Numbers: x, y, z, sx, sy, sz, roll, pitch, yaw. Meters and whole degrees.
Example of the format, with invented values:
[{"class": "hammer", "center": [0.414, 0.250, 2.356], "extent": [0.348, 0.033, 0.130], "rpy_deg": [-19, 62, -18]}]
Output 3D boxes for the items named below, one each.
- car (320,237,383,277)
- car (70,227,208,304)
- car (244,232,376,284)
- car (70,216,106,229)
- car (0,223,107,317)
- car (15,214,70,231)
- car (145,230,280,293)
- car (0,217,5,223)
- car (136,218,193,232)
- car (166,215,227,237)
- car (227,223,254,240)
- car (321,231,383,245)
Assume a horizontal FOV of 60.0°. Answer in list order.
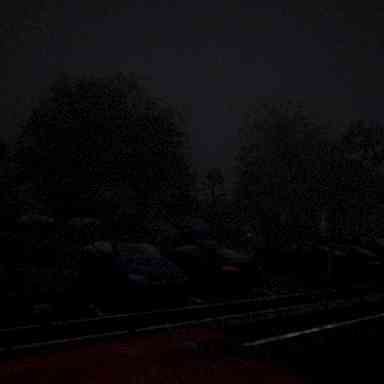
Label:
[{"class": "car", "center": [7.218, 3.274, 16.420], "extent": [2.002, 1.452, 4.674], "rpy_deg": [7, -4, -36]}, {"class": "car", "center": [-1.894, 2.081, 9.836], "extent": [2.002, 1.452, 4.674], "rpy_deg": [8, -4, -36]}, {"class": "car", "center": [4.945, 2.938, 14.772], "extent": [2.097, 1.535, 5.008], "rpy_deg": [7, -4, -36]}, {"class": "car", "center": [-7.040, 2.334, 21.617], "extent": [2.231, 1.521, 4.892], "rpy_deg": [7, -4, -36]}, {"class": "car", "center": [-4.151, 1.771, 8.164], "extent": [2.163, 1.488, 4.792], "rpy_deg": [8, -4, -36]}, {"class": "car", "center": [-9.314, 2.034, 19.971], "extent": [2.097, 1.535, 5.008], "rpy_deg": [8, -4, -36]}, {"class": "car", "center": [0.387, 2.381, 11.479], "extent": [2.002, 1.452, 4.674], "rpy_deg": [7, -4, -36]}, {"class": "car", "center": [-11.590, 1.734, 18.325], "extent": [2.097, 1.535, 5.008], "rpy_deg": [7, -4, -36]}, {"class": "car", "center": [-2.498, 2.931, 24.920], "extent": [2.231, 1.521, 4.892], "rpy_deg": [7, -4, -36]}, {"class": "car", "center": [-0.281, 2.963, 26.481], "extent": [2.435, 2.045, 5.566], "rpy_deg": [7, -4, -36]}, {"class": "car", "center": [4.387, 3.686, 29.814], "extent": [2.185, 1.767, 4.553], "rpy_deg": [8, -5, -36]}, {"class": "car", "center": [9.534, 3.281, 18.063], "extent": [2.435, 2.045, 5.566], "rpy_deg": [7, -4, -36]}]
